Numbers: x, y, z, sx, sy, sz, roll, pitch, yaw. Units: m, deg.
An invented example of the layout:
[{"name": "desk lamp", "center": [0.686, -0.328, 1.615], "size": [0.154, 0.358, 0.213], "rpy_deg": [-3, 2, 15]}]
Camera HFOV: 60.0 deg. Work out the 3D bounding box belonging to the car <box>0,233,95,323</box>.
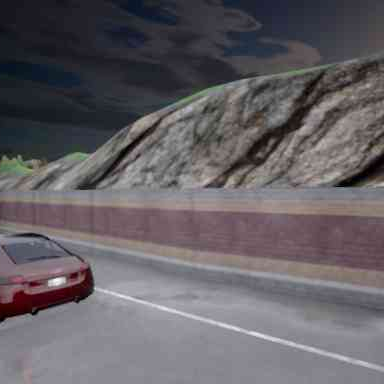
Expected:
[{"name": "car", "center": [-4.003, 1.593, 7.250], "size": [4.181, 1.385, 1.994], "rpy_deg": [0, 0, 39]}]
